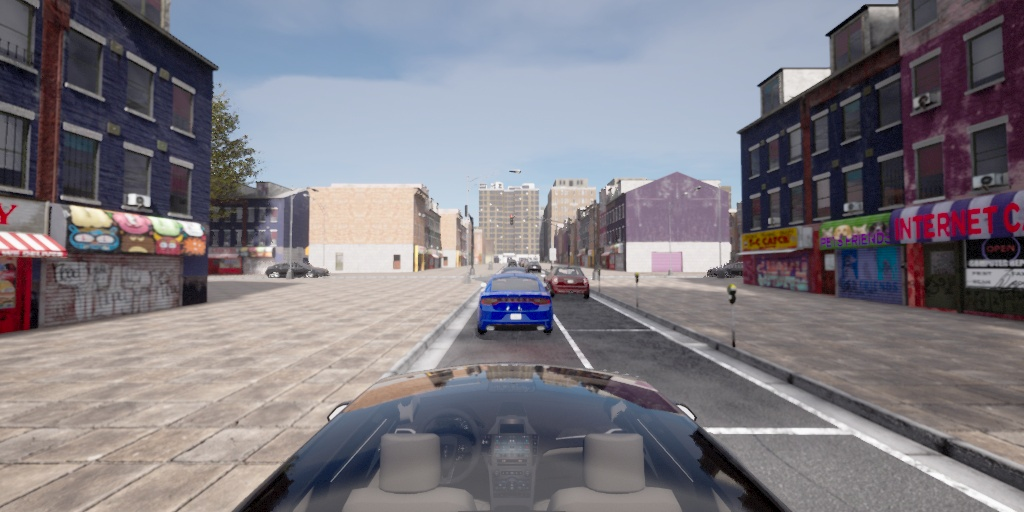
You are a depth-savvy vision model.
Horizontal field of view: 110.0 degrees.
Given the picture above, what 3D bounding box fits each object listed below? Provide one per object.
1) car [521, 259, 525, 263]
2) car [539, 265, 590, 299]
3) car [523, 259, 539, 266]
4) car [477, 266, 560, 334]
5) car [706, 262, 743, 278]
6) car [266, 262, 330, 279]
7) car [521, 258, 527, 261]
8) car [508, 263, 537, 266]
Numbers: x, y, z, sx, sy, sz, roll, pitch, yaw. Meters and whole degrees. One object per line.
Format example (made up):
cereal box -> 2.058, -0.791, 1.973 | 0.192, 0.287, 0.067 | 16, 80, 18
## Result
car -> 2.717, 1.425, 50.504 | 1.948, 1.339, 4.313 | 0, 0, 0
car -> 2.665, 1.197, 18.324 | 1.967, 1.591, 4.097 | 0, 0, 0
car -> 2.709, 1.396, 45.068 | 1.948, 1.339, 4.313 | 0, 0, 0
car -> 0.059, 1.228, 10.608 | 1.882, 1.535, 5.008 | 0, 0, -1
car -> 20.601, 1.299, 33.087 | 4.892, 1.490, 1.837 | 0, -2, 0
car -> -18.122, 1.296, 30.447 | 4.892, 1.490, 1.837 | 0, -2, 0
car -> 2.727, 1.418, 56.110 | 1.751, 1.417, 4.829 | 0, 0, 0
car -> 0.129, 1.283, 18.527 | 1.812, 1.442, 4.674 | 0, 0, 0
